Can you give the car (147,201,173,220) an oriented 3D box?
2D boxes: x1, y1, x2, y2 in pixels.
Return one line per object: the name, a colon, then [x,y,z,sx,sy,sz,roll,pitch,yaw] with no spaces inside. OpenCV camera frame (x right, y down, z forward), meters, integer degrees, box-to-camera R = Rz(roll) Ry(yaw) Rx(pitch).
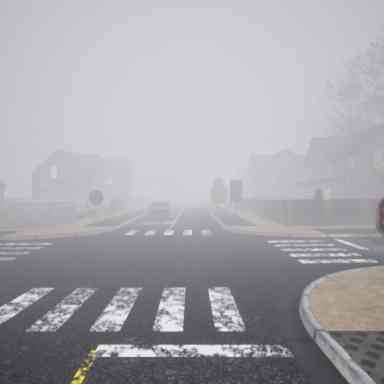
car: [-2.685,1.525,28.731,1.882,1.535,5.008,0,0,0]
